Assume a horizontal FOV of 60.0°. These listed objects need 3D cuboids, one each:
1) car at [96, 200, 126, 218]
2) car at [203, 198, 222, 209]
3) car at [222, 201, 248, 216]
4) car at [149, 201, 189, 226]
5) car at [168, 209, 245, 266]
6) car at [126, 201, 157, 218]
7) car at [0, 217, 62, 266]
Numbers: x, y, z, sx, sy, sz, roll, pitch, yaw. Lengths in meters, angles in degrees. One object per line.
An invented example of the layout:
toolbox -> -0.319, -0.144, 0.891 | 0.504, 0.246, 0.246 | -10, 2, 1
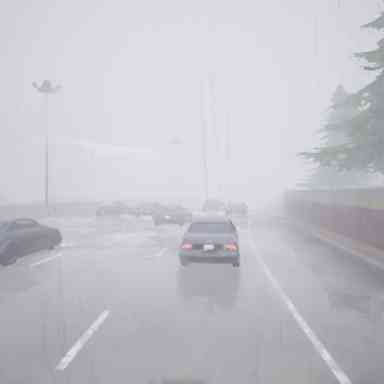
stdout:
car -> -6.962, 1.487, 29.896 | 1.812, 1.442, 4.674 | 0, 0, 12
car -> 2.560, 1.485, 38.574 | 1.837, 1.490, 4.892 | 0, 1, 16
car -> 4.464, 1.588, 32.630 | 1.895, 1.301, 4.718 | 0, 0, 15
car -> -1.205, 1.544, 22.957 | 1.994, 1.385, 4.181 | 0, 0, 10
car -> 0.697, 1.541, 11.534 | 2.033, 1.411, 5.357 | 0, 0, 5
car -> -3.546, 1.518, 29.364 | 2.033, 1.411, 5.357 | 0, 0, 13
car -> -6.266, 1.541, 11.530 | 1.994, 1.385, 4.181 | 0, 0, 5
